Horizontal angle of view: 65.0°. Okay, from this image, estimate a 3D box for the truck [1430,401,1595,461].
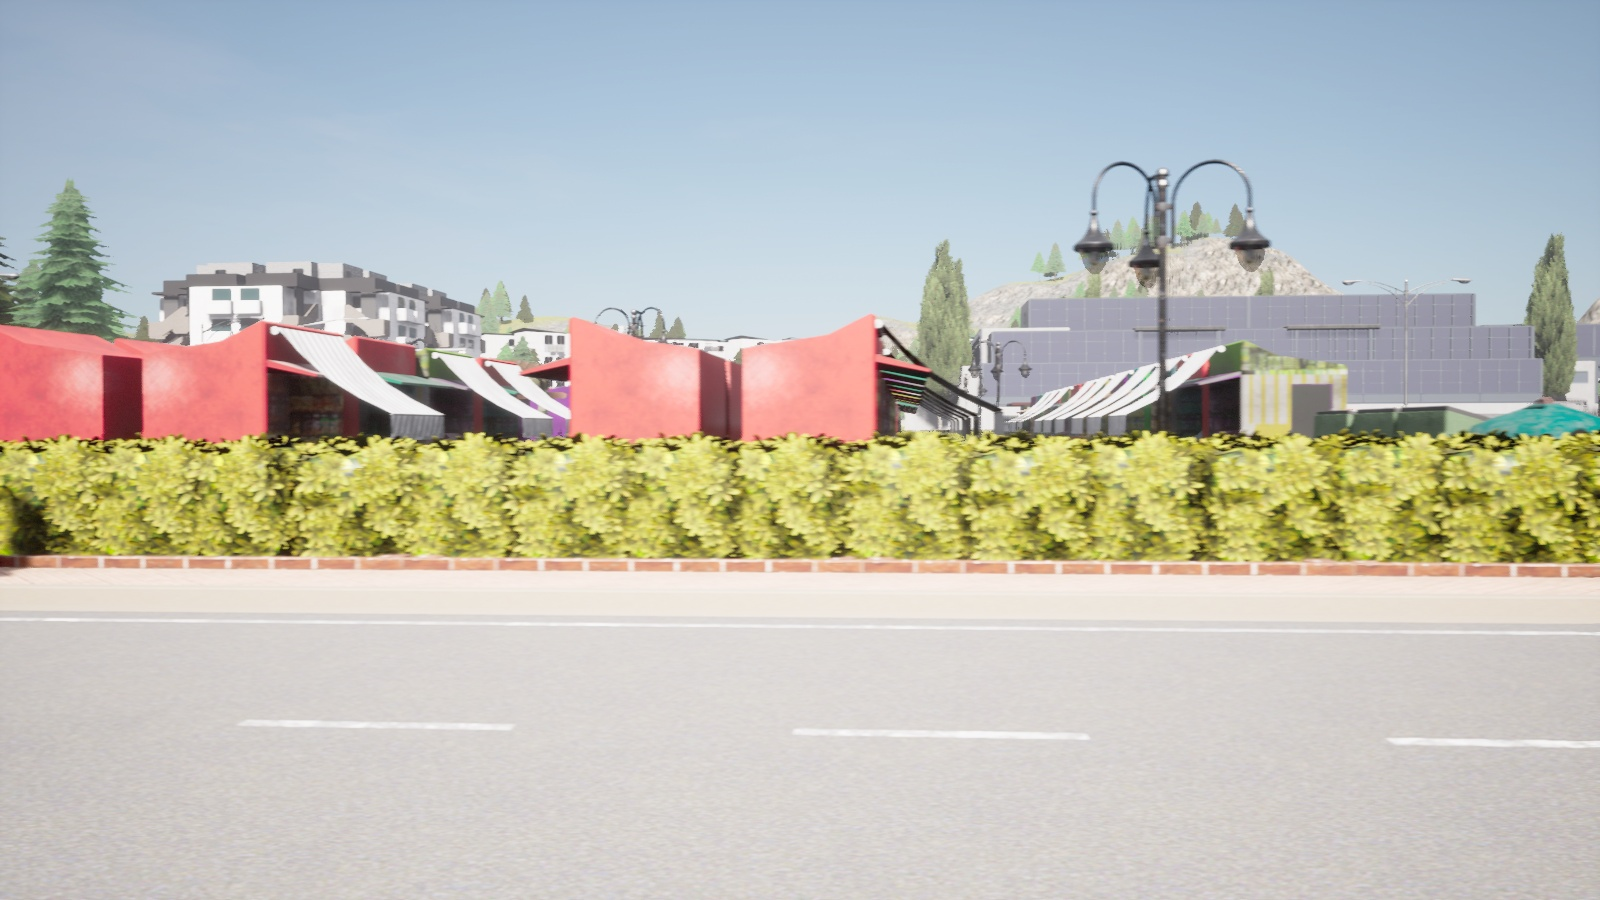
[{"bbox_3d":[41.769,-1.126,73.833,7.936,3.462,2.891,0,1,7],"label":"truck"}]
